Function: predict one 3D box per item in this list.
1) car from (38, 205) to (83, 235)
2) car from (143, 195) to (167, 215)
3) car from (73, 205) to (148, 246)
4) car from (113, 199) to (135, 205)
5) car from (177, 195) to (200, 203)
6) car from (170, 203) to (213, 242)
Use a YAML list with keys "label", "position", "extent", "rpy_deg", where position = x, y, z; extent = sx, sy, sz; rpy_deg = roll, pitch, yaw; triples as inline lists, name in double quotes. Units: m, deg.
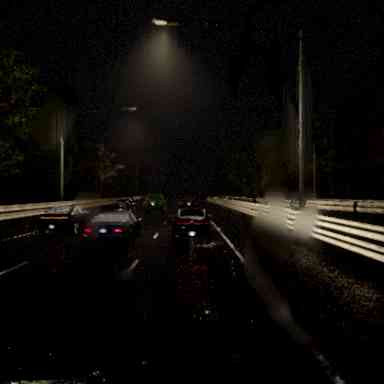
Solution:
- label: "car"
  position: [-7.054, 1.518, 19.065]
  extent: [2.128, 1.511, 4.902]
  rpy_deg: [0, 0, -1]
- label: "car"
  position: [-3.854, 1.283, 35.031]
  extent: [2.150, 2.045, 5.566]
  rpy_deg: [0, 0, -1]
- label: "car"
  position: [-3.504, 1.567, 15.458]
  extent: [2.033, 1.411, 5.357]
  rpy_deg: [0, 0, -1]
- label: "car"
  position: [-7.382, 1.570, 36.031]
  extent: [1.837, 1.490, 4.892]
  rpy_deg: [0, 0, -1]
- label: "car"
  position: [-0.355, 1.282, 35.098]
  extent: [2.150, 2.045, 5.566]
  rpy_deg: [0, 0, -1]
- label: "car"
  position: [-0.023, 1.526, 16.611]
  extent: [1.837, 1.490, 4.892]
  rpy_deg: [0, 0, -1]
